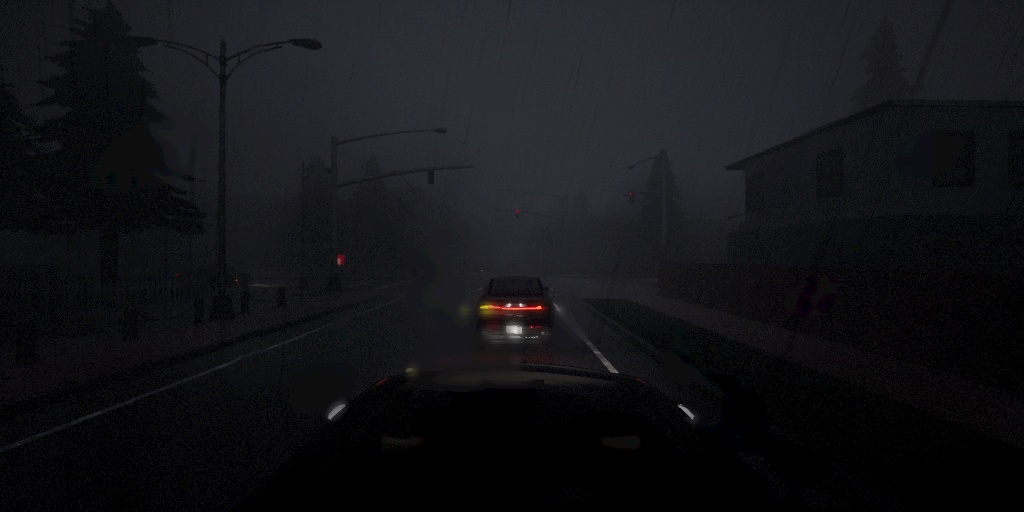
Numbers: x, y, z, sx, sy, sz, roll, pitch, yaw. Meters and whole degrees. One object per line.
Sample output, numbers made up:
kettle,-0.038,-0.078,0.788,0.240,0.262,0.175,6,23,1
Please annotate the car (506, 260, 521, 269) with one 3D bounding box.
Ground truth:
car,0.204,1.314,50.646,1.994,1.385,4.181,0,0,0

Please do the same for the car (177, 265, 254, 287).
car,-19.863,1.329,24.001,4.181,1.385,1.994,0,0,-2

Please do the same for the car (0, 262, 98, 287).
car,-31.417,1.313,23.696,5.357,1.411,2.033,0,0,-1

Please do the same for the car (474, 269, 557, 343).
car,0.092,1.255,9.673,1.837,1.490,4.892,0,0,0

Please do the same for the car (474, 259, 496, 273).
car,-3.507,1.297,44.389,2.033,1.411,5.357,0,0,0

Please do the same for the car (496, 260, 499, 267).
car,-3.476,1.241,54.570,2.128,1.511,4.902,0,0,0
